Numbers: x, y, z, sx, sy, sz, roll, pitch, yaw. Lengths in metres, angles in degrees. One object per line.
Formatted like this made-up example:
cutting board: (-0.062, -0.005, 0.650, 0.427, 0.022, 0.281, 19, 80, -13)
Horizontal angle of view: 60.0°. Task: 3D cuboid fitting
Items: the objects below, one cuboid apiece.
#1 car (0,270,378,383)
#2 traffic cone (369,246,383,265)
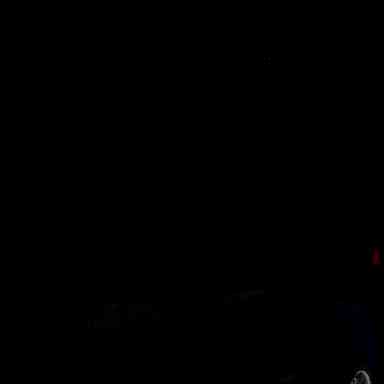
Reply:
car: (-0.021, 1.561, 2.978, 4.674, 1.442, 1.812, 0, -1, -39)
traffic cone: (6.127, 2.089, 11.061, 0.340, 0.580, 0.340, 1, -1, -42)
